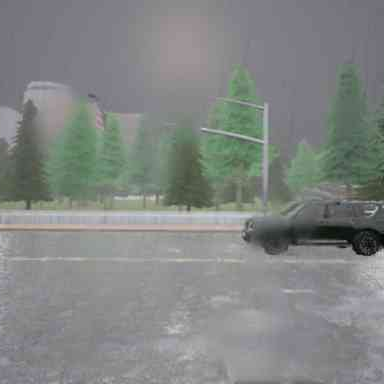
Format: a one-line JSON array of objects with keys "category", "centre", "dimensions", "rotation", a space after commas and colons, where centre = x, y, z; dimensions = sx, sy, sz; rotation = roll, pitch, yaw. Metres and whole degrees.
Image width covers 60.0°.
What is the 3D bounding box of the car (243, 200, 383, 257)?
[{"category": "car", "centre": [4.846, 1.334, 13.124], "dimensions": [5.566, 2.045, 2.150], "rotation": [0, 0, 1]}]
